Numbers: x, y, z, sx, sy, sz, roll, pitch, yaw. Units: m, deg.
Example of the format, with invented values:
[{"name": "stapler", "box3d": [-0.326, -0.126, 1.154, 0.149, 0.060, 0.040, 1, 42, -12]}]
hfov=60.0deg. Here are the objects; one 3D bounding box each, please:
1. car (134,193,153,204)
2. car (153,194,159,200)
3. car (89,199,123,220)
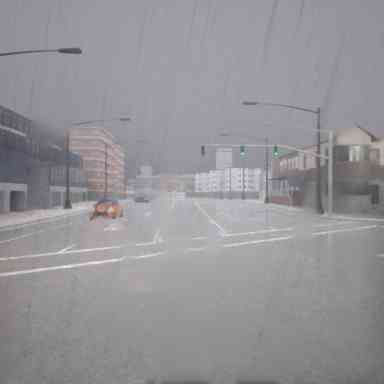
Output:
[{"name": "car", "box3d": [-8.089, 0.970, 54.123, 2.097, 1.767, 4.553, 0, 1, -2]}, {"name": "car", "box3d": [-8.930, 1.238, 80.610, 2.128, 1.511, 4.902, 0, -1, -2]}, {"name": "car", "box3d": [-7.277, 1.408, 28.428, 2.097, 1.767, 4.553, 0, 0, -2]}]
